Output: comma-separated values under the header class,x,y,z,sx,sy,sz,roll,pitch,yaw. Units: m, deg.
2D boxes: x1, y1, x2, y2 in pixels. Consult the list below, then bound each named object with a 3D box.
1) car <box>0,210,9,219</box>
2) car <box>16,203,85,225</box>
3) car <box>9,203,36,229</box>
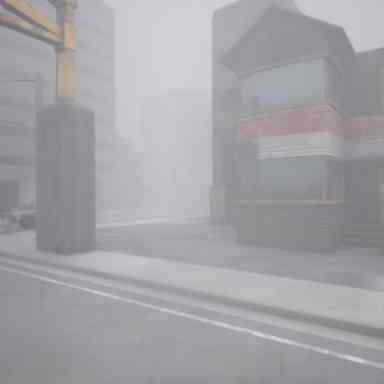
class,x,y,z,sx,sy,sz,roll,pitch,yaw
car,-12.578,1.451,25.219,4.536,1.218,1.853,0,0,-30
car,-9.407,1.425,22.570,1.853,1.218,4.536,0,0,15
car,-9.419,1.583,22.519,2.038,1.542,4.974,0,0,15
